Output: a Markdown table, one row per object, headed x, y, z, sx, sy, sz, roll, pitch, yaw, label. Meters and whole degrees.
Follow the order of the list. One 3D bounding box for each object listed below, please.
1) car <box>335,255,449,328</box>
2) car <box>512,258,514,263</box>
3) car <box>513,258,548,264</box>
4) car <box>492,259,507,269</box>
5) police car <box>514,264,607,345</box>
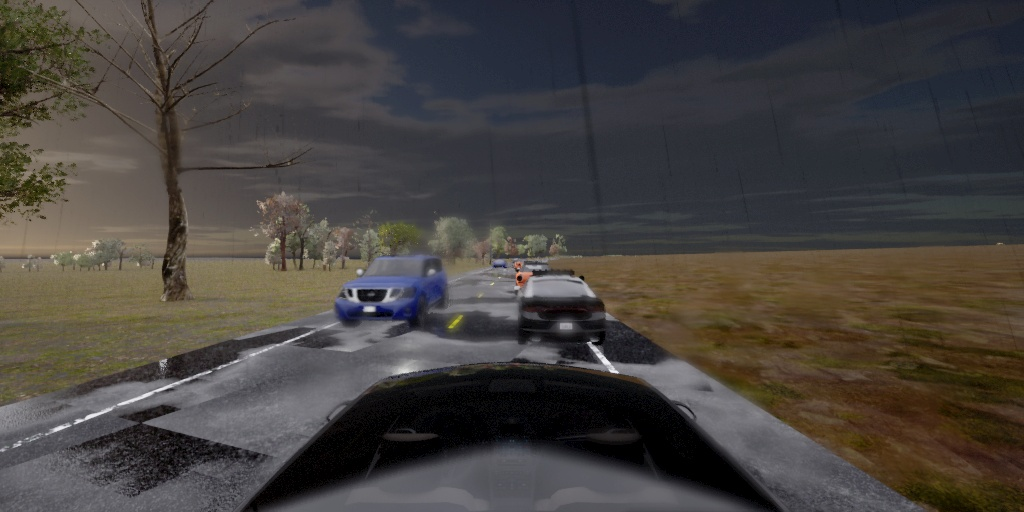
| x | y | z | sx | sy | sz | roll | pitch | yaw | label |
| --- | --- | --- | --- | --- | --- | --- | --- | --- | --- |
| -3.523 | 0.972 | 11.724 | 2.150 | 2.045 | 5.566 | 0 | 0 | 1 | car |
| 1.535 | 1.092 | 50.766 | 2.097 | 1.767 | 4.553 | 0 | 0 | 4 | car |
| 1.246 | 1.101 | 19.451 | 2.097 | 1.767 | 4.553 | 0 | 0 | 1 | car |
| -1.866 | 1.216 | 54.749 | 1.882 | 1.535 | 5.008 | 0 | 0 | 4 | car |
| 1.089 | 1.175 | 9.626 | 1.930 | 1.638 | 5.238 | 0 | 0 | 1 | police car |
